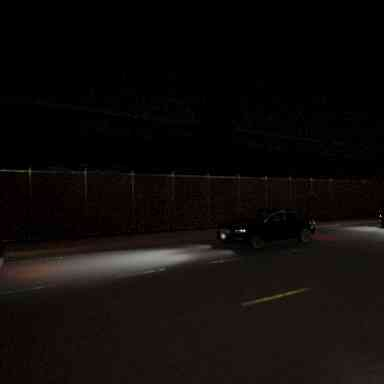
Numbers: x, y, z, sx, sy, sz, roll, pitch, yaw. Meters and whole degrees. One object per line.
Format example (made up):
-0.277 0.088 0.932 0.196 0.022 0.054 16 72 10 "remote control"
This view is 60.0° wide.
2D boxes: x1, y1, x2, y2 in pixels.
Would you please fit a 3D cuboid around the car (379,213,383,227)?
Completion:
14.027 1.495 21.400 4.892 1.490 1.837 1 0 -33 "car"

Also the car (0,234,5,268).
-7.132 1.505 7.679 4.892 1.490 1.837 0 0 -33 "car"

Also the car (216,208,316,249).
3.289 1.486 14.479 4.902 1.511 2.128 0 0 -33 "car"
